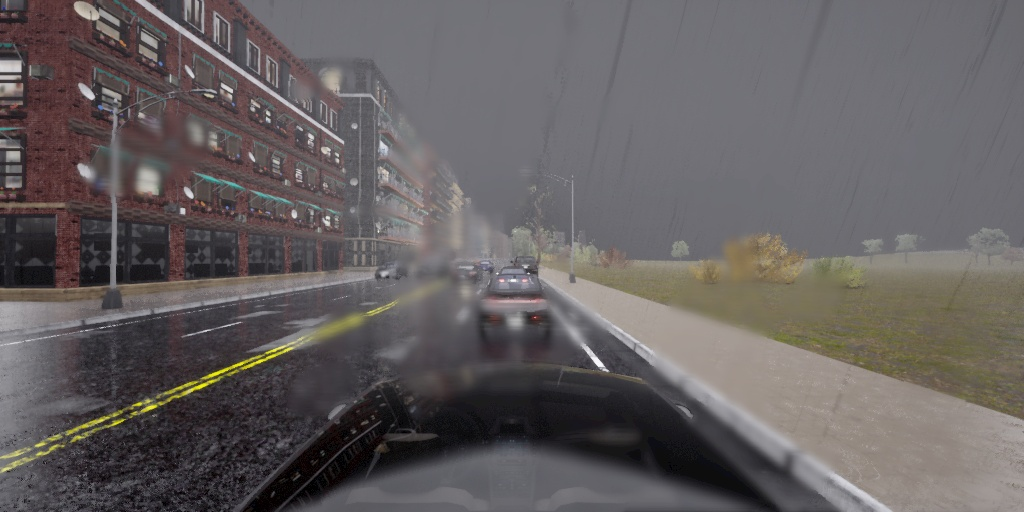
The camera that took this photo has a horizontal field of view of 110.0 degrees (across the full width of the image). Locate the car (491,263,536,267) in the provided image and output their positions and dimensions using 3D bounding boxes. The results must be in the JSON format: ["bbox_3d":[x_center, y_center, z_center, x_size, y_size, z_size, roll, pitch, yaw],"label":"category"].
[{"bbox_3d":[0.060,1.301,20.771,2.033,1.411,5.357,0,0,0],"label":"car"}]

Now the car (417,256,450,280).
[{"bbox_3d":[-6.669,0.975,31.122,2.150,2.045,5.566,0,0,0],"label":"car"}]

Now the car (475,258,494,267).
[{"bbox_3d":[-3.247,1.281,43.933,1.812,1.442,4.674,0,-1,0],"label":"car"}]

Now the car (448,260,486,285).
[{"bbox_3d":[-3.206,1.279,26.181,1.812,1.442,4.674,0,0,0],"label":"car"}]

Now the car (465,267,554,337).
[{"bbox_3d":[0.081,1.243,10.331,2.128,1.511,4.902,0,0,0],"label":"car"}]

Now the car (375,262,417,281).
[{"bbox_3d":[-9.917,1.245,30.125,2.128,1.511,4.902,0,0,0],"label":"car"}]

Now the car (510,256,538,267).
[{"bbox_3d":[1.070,0.979,30.984,2.150,2.045,5.566,0,0,0],"label":"car"}]
